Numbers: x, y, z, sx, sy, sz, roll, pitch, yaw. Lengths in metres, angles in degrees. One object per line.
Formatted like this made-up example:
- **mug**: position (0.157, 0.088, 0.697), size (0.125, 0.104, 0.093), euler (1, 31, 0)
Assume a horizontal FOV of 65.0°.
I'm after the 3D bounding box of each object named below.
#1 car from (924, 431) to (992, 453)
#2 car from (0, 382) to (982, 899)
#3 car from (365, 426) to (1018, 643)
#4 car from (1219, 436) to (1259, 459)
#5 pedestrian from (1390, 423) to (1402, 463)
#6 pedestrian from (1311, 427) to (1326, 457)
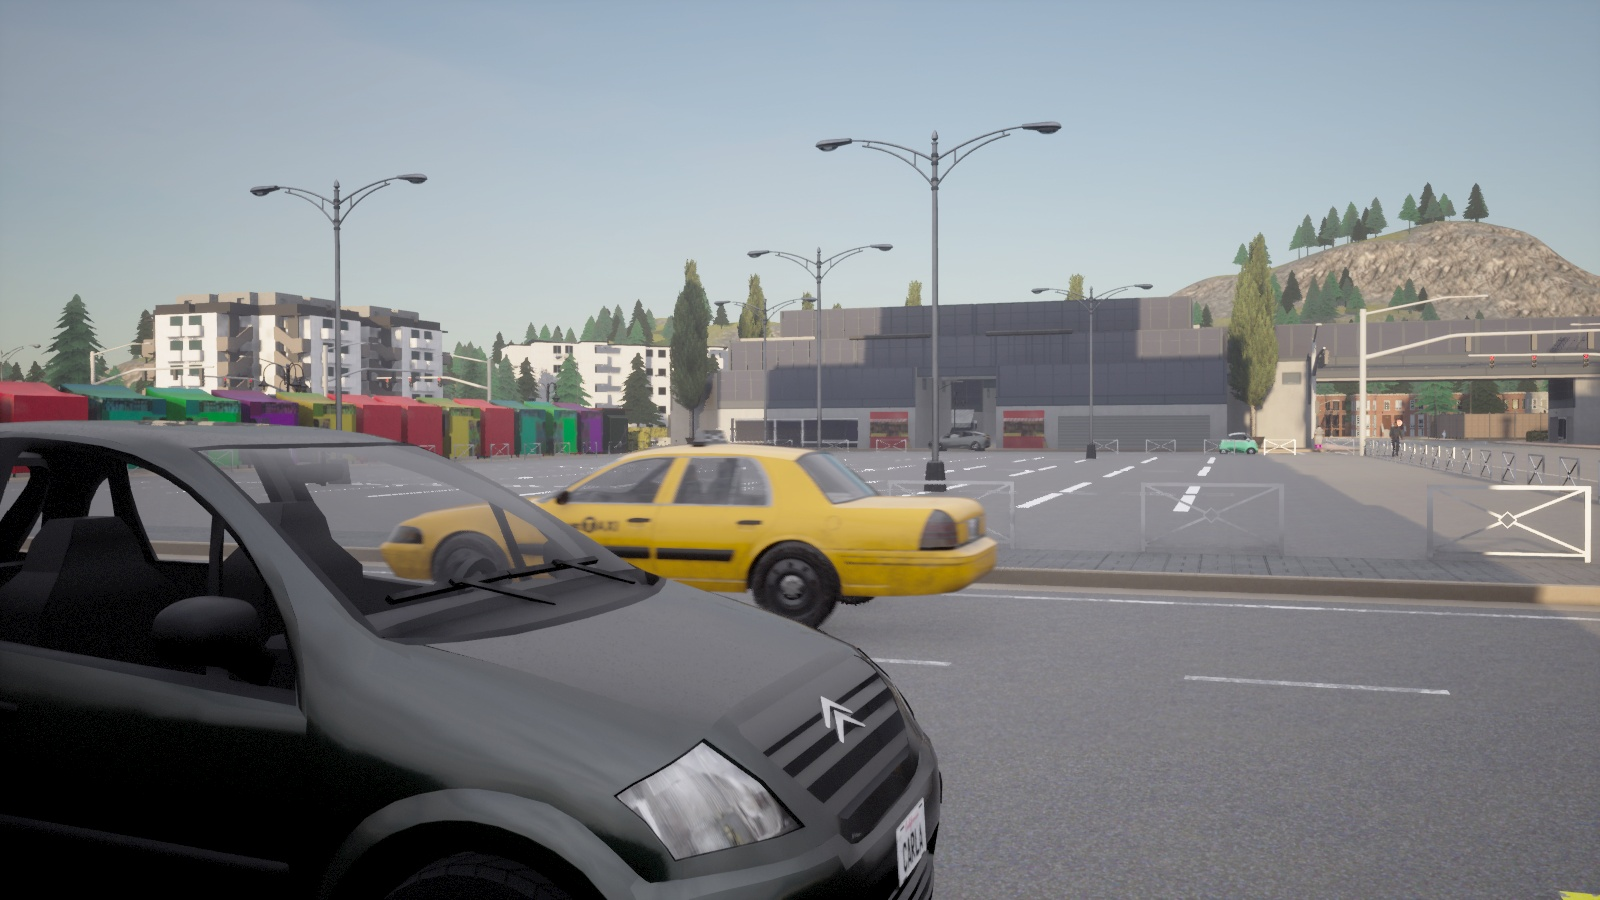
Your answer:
- **car**: position (11.431, -0.580, 90.647), size (4.514, 1.525, 2.007), euler (1, 1, 20)
- **car**: position (-1.613, 0.659, 3.733), size (3.988, 1.617, 1.851), euler (1, 1, 19)
- **car**: position (-0.942, 0.588, 10.892), size (5.366, 1.575, 1.801), euler (1, 1, 19)
- **car**: position (25.909, -0.153, 74.125), size (2.207, 1.376, 1.481), euler (0, 1, 20)
- **pedestrian**: position (29.811, -0.353, 62.812), size (0.423, 1.949, 0.788), euler (1, 1, 18)
- **pedestrian**: position (34.267, -0.540, 83.016), size (0.659, 1.952, 0.873), euler (0, 1, 8)
